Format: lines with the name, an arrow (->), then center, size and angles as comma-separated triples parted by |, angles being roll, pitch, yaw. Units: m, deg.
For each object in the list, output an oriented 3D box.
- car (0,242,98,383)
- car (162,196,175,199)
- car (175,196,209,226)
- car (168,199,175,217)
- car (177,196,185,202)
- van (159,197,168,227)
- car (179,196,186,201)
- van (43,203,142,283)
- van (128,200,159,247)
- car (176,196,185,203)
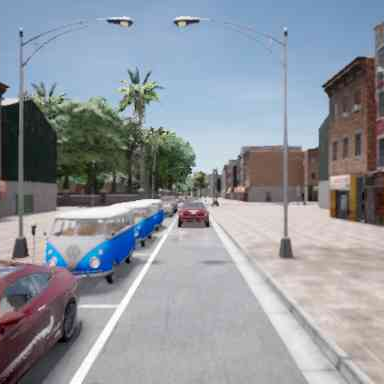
car -> -2.637, 1.587, 3.867 | 1.802, 1.307, 4.206 | 0, 0, 0
car -> -2.628, 1.363, 36.652 | 2.192, 1.841, 5.009 | 0, 0, 0
car -> 0.107, 1.381, 23.751 | 2.097, 1.767, 4.553 | 0, 0, 0
car -> -2.629, 1.589, 31.188 | 2.008, 1.369, 4.403 | 0, 0, 0
car -> -2.617, 1.669, 80.488 | 1.967, 1.590, 4.097 | 0, 0, 0
van -> -2.632, 1.365, 20.260 | 1.690, 1.788, 3.998 | 0, 0, 0
car -> -2.615, 1.884, 91.866 | 1.802, 1.307, 4.206 | 0, 0, 0
van -> -2.635, 1.352, 9.331 | 1.690, 1.788, 3.998 | 0, 0, 0
van -> -2.634, 1.359, 14.796 | 1.690, 1.788, 3.998 | 0, 0, 0
car -> -2.620, 1.636, 74.801 | 1.967, 1.590, 4.097 | 0, 0, 0
